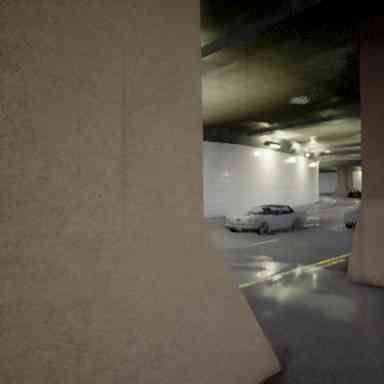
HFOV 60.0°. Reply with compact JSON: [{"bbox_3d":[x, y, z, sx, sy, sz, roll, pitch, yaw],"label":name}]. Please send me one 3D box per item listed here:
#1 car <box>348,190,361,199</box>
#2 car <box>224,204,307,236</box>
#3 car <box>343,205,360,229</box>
[{"bbox_3d":[26.355,0.371,52.864,1.994,1.385,4.181,-1,1,10],"label":"car"},{"bbox_3d":[3.747,1.314,16.603,4.718,1.301,1.895,-2,1,-43],"label":"car"},{"bbox_3d":[9.585,1.193,17.364,1.895,1.301,4.718,0,1,44],"label":"car"}]
